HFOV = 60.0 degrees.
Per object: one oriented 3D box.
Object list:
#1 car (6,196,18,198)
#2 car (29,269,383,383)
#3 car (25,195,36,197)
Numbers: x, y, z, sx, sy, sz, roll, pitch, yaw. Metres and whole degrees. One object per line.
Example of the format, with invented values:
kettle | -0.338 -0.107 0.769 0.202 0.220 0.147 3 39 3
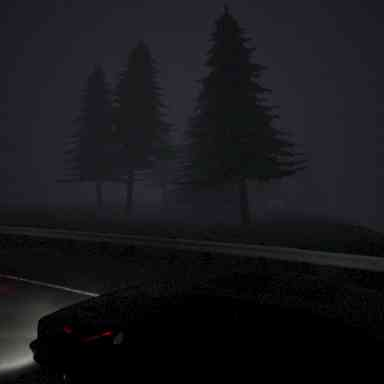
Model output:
car | -42.624 1.540 78.828 2.033 1.411 5.357 0 0 1
car | 0.684 1.547 3.241 5.357 1.411 2.033 0 0 34
car | -39.156 1.478 80.290 1.882 1.535 5.008 0 0 1
